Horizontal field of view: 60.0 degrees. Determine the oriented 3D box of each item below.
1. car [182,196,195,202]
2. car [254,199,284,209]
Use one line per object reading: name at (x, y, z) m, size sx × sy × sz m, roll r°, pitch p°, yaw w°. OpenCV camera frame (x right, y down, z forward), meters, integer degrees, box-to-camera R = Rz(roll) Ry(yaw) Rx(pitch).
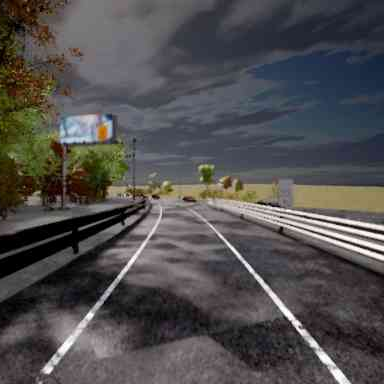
car at (-0.754, 1.511, 72.670) m, size 1.994 × 1.385 × 4.181 m, roll 0°, pitch 0°, yaw -18°
car at (9.467, 1.483, 41.291) m, size 1.895 × 1.301 × 4.718 m, roll 0°, pitch 0°, yaw -18°
